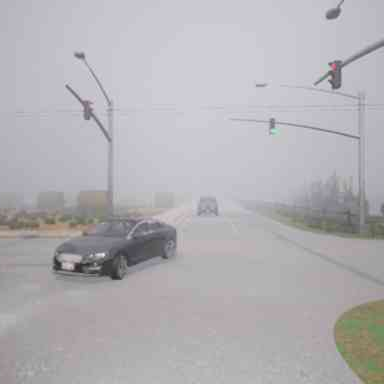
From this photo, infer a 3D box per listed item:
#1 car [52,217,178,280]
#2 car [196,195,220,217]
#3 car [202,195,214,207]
[{"bbox_3d":[-2.104,1.576,10.427,2.128,1.511,4.902,-1,-1,23],"label":"car"},{"bbox_3d":[1.661,1.473,34.847,2.150,2.045,5.566,0,0,3],"label":"car"},{"bbox_3d":[2.876,1.530,60.236,2.150,2.045,5.566,0,0,3],"label":"car"}]
